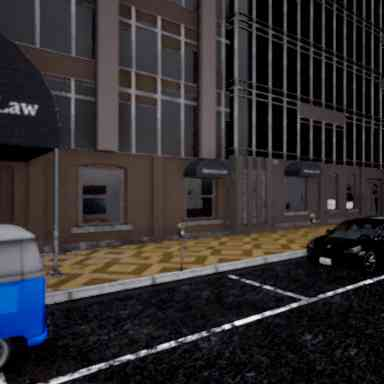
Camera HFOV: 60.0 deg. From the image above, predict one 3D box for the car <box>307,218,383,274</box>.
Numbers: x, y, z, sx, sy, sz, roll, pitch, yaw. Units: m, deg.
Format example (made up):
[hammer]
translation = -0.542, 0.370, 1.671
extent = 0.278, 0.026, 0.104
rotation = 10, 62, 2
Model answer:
[car]
translation = 5.460, 1.523, 10.451
extent = 4.313, 1.339, 1.947
rotation = 0, 1, -36

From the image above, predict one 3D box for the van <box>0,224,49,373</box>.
[van]
translation = -3.801, 1.345, 3.838
extent = 3.998, 1.788, 1.690
rotation = 0, 1, -36
